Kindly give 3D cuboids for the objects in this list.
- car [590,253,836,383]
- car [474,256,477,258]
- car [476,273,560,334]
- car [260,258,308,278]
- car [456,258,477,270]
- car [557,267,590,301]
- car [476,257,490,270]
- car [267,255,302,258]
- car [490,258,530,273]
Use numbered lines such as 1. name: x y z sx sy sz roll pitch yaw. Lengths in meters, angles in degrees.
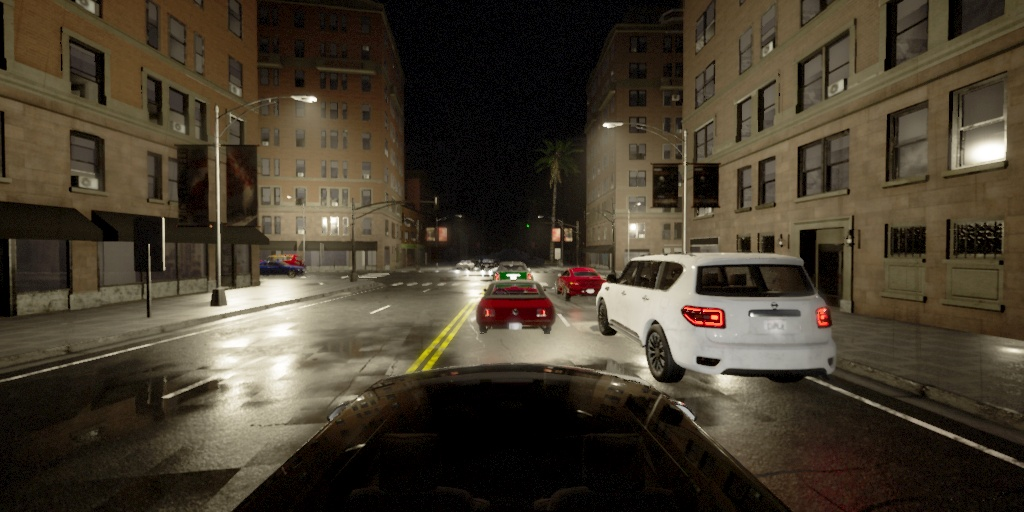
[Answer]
1. car: 3.329 0.967 7.239 2.150 2.045 5.566 0 0 0
2. car: -6.690 1.185 60.811 1.882 1.535 5.008 0 0 0
3. car: 0.083 1.344 10.546 1.895 1.301 4.718 0 0 0
4. car: -20.509 1.131 31.308 4.674 1.442 1.812 0 1 -9
5. car: -6.689 1.316 51.563 1.895 1.301 4.718 0 0 3
6. car: 3.224 1.264 17.019 1.812 1.442 4.674 0 0 0
7. car: -3.439 1.207 51.279 2.128 1.511 4.902 0 0 0
8. car: -23.960 0.816 36.624 5.009 1.841 2.192 0 0 -9
9. car: -0.045 1.088 19.780 2.097 1.767 4.553 0 0 -3
